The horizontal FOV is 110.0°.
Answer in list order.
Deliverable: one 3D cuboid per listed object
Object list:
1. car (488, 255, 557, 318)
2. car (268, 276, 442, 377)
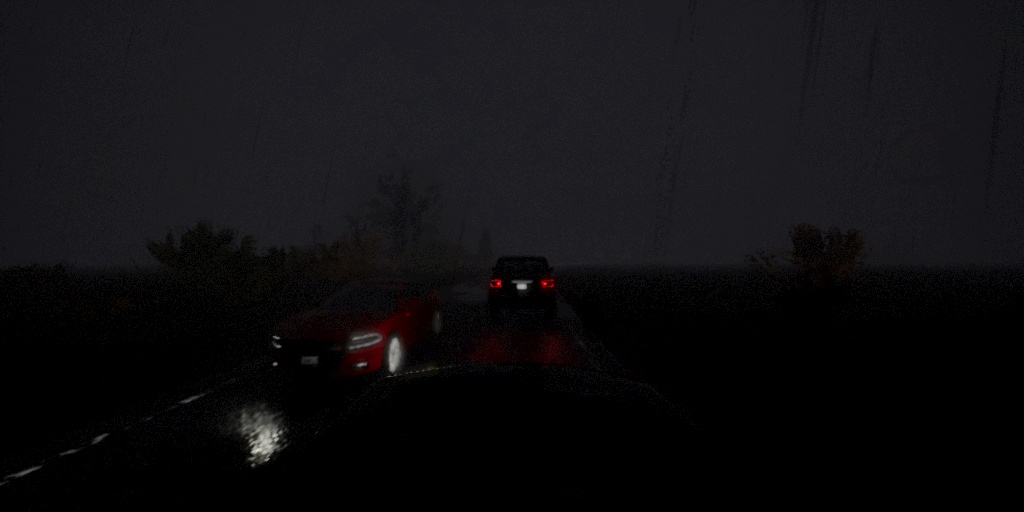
[{"bbox_3d":[0.401,0.994,13.191,2.150,2.045,5.566,0,0,2],"label":"car"},{"bbox_3d":[-2.849,1.235,7.655,1.882,1.535,5.008,0,0,1],"label":"car"}]
